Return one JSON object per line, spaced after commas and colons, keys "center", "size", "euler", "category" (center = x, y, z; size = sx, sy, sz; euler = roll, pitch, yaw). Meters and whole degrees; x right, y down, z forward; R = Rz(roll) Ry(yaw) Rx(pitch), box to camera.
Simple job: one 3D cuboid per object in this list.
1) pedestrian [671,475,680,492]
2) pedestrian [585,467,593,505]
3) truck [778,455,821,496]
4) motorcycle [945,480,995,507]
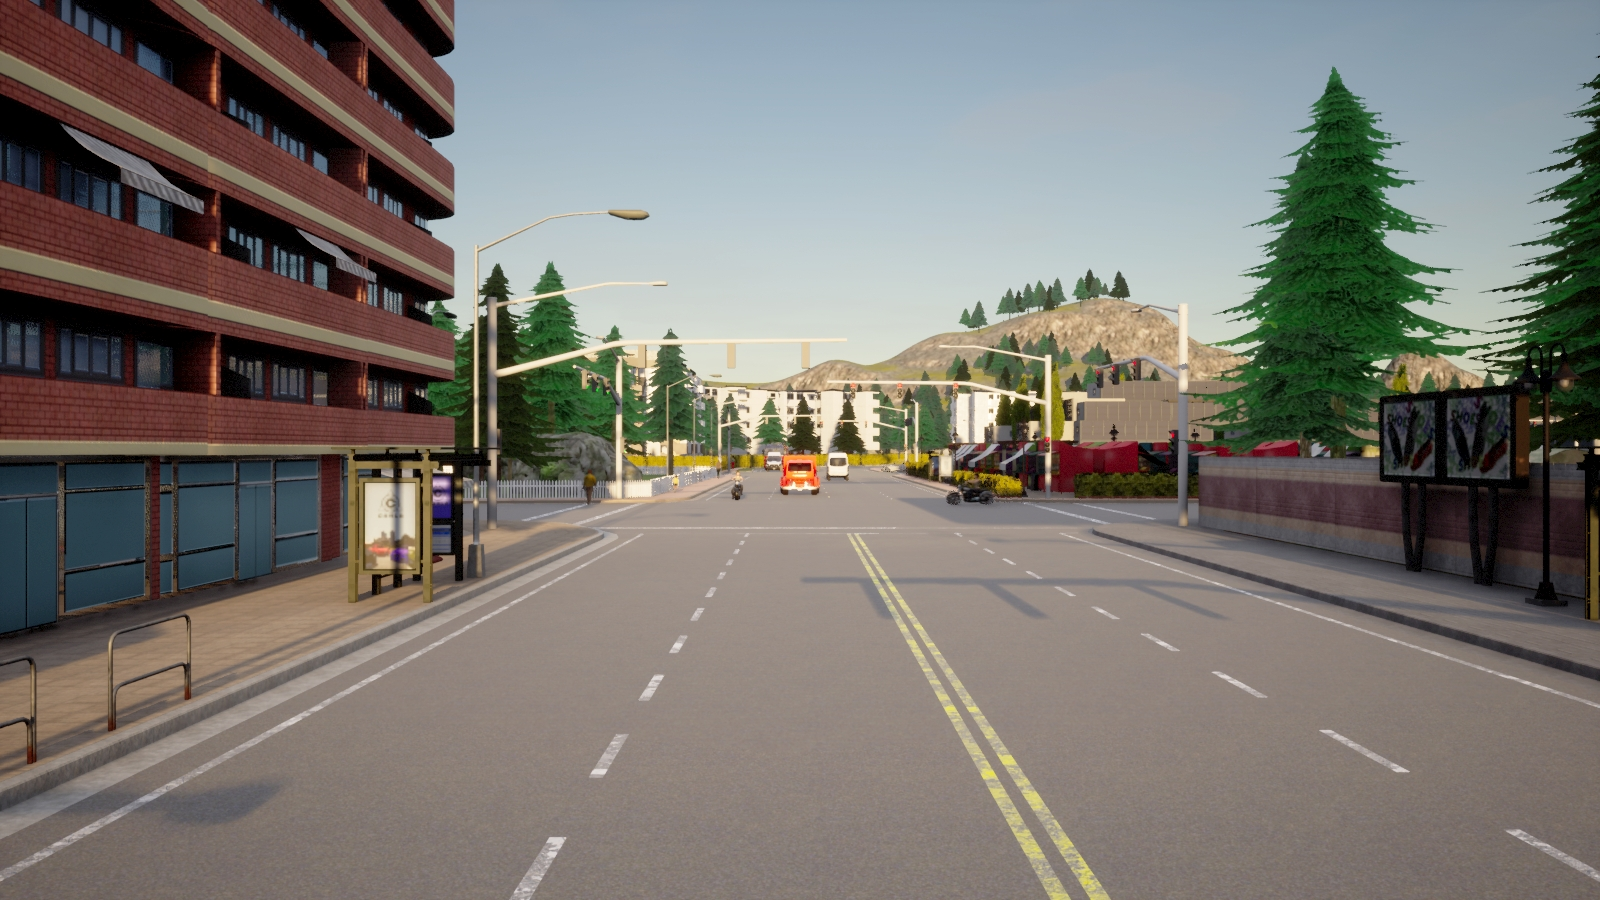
{"center": [-7.738, 2.079, 71.027], "size": [0.500, 1.100, 0.500], "euler": [0, 0, 1], "category": "pedestrian"}
{"center": [-10.431, 1.795, 56.587], "size": [0.375, 1.860, 0.375], "euler": [0, 0, -7], "category": "pedestrian"}
{"center": [-0.006, 1.572, 72.542], "size": [2.627, 2.467, 5.204], "euler": [0, 0, 0], "category": "truck"}
{"center": [8.429, 2.140, 56.620], "size": [2.356, 1.307, 0.764], "euler": [0, 0, 0], "category": "motorcycle"}
